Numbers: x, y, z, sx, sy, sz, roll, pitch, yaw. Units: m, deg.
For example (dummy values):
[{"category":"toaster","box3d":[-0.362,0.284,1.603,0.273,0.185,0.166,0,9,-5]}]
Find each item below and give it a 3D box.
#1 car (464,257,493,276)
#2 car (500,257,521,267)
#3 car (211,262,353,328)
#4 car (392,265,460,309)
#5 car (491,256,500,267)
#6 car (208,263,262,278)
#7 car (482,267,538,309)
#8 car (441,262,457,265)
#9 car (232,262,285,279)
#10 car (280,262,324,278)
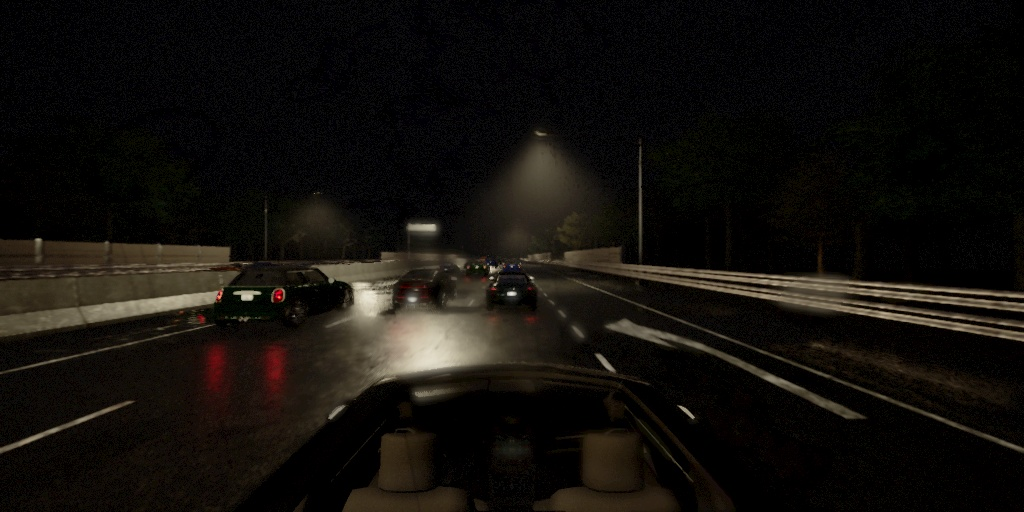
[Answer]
[{"category":"car","box3d":[-3.510,1.174,37.904,2.097,1.767,4.553,0,0,0]},{"category":"car","box3d":[-0.009,1.179,40.429,2.097,1.767,4.553,0,0,0]},{"category":"car","box3d":[-6.999,1.119,11.595,2.097,1.767,4.553,0,0,0]},{"category":"car","box3d":[-3.500,1.280,15.025,1.837,1.490,4.892,0,0,0]},{"category":"car","box3d":[-3.515,1.101,61.809,2.150,2.045,5.566,0,0,0]},{"category":"car","box3d":[-28.085,1.420,36.583,1.895,1.301,4.718,0,0,0]},{"category":"car","box3d":[-0.001,1.338,14.992,1.994,1.385,4.181,0,0,0]},{"category":"car","box3d":[-7.011,1.390,39.676,1.994,1.385,4.181,0,0,0]},{"category":"car","box3d":[-24.590,1.342,34.981,1.812,1.442,4.674,0,0,0]},{"category":"car","box3d":[-21.086,1.383,36.284,1.994,1.385,4.181,0,0,0]}]
